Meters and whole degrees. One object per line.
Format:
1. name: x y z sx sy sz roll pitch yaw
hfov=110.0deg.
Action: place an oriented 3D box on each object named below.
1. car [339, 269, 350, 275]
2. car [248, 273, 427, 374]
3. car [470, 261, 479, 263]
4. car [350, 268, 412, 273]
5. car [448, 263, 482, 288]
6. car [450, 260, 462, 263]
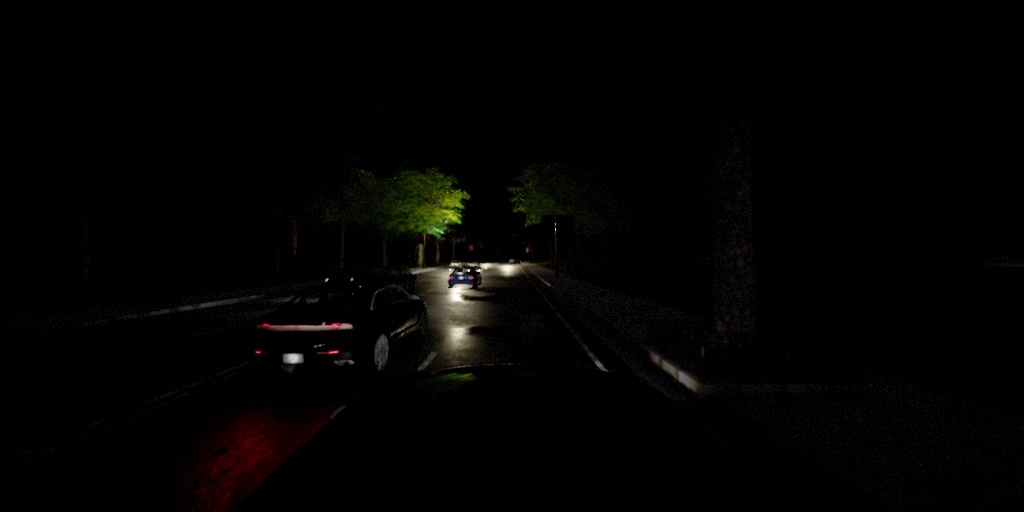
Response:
1. car: -9.847 1.448 22.598 1.895 1.301 4.718 0 0 0
2. car: -3.149 1.274 7.587 2.128 1.511 4.902 0 0 0
3. car: -6.525 1.579 61.544 1.895 1.301 4.718 0 0 1
4. car: -6.600 1.384 19.779 2.033 1.411 5.357 0 0 0
5. car: -3.149 1.401 24.601 2.033 1.411 5.357 0 0 0
6. car: -9.775 1.509 63.008 1.812 1.442 4.674 0 0 1
